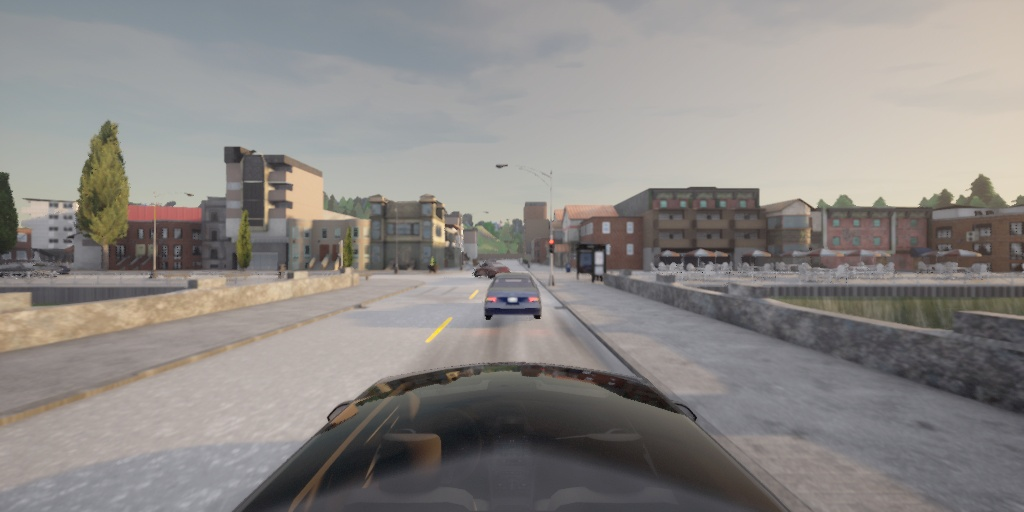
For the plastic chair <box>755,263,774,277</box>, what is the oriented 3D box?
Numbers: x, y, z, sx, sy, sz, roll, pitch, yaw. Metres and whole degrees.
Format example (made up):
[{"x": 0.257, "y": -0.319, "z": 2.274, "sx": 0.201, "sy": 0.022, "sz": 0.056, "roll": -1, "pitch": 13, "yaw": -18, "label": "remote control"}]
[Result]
[{"x": 22.798, "y": 1.287, "z": 32.365, "sx": 0.750, "sy": 1.272, "sz": 0.730, "roll": 0, "pitch": 0, "yaw": 0, "label": "plastic chair"}]

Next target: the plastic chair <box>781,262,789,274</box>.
[{"x": 28.798, "y": 1.288, "z": 38.464, "sx": 0.730, "sy": 1.272, "sz": 0.750, "roll": 0, "pitch": 0, "yaw": 0, "label": "plastic chair"}]

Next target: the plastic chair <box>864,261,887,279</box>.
[{"x": 30.497, "y": 1.286, "z": 30.064, "sx": 0.750, "sy": 1.272, "sz": 0.730, "roll": 0, "pitch": 0, "yaw": 0, "label": "plastic chair"}]

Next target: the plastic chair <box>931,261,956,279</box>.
[{"x": 36.660, "y": 1.286, "z": 30.462, "sx": 0.730, "sy": 1.272, "sz": 0.750, "roll": 0, "pitch": 0, "yaw": 0, "label": "plastic chair"}]

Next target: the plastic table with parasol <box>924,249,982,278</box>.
[{"x": 37.788, "y": 0.683, "z": 30.374, "sx": 2.482, "sy": 2.480, "sz": 2.482, "roll": 0, "pitch": 0, "yaw": 0, "label": "plastic table with parasol"}]

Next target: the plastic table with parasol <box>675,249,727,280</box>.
[{"x": 15.167, "y": 0.682, "z": 28.926, "sx": 2.482, "sy": 2.480, "sz": 2.482, "roll": 0, "pitch": 0, "yaw": 0, "label": "plastic table with parasol"}]

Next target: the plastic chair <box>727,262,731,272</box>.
[{"x": 22.498, "y": 1.288, "z": 38.165, "sx": 0.750, "sy": 1.272, "sz": 0.730, "roll": 0, "pitch": 0, "yaw": 0, "label": "plastic chair"}]

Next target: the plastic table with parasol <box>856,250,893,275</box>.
[{"x": 30.508, "y": 0.683, "z": 31.344, "sx": 2.482, "sy": 2.480, "sz": 2.482, "roll": 0, "pitch": 0, "yaw": 0, "label": "plastic table with parasol"}]

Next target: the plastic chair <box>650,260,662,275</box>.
[{"x": 14.698, "y": 1.288, "z": 36.866, "sx": 0.730, "sy": 1.272, "sz": 0.750, "roll": 0, "pitch": 0, "yaw": 0, "label": "plastic chair"}]

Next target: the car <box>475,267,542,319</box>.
[{"x": 0.044, "y": 1.300, "z": 12.792, "sx": 2.033, "sy": 1.411, "sz": 5.357, "roll": 0, "pitch": 0, "yaw": 1, "label": "car"}]

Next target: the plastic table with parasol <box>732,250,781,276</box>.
[{"x": 22.898, "y": 0.683, "z": 33.715, "sx": 2.482, "sy": 2.480, "sz": 2.482, "roll": 0, "pitch": 0, "yaw": 0, "label": "plastic table with parasol"}]

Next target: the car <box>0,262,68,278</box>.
[{"x": -43.903, "y": 1.282, "z": 32.442, "sx": 4.674, "sy": 1.442, "sz": 1.812, "roll": 0, "pitch": 0, "yaw": 0, "label": "car"}]

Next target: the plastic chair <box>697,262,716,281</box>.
[{"x": 14.997, "y": 1.286, "z": 27.666, "sx": 0.750, "sy": 1.272, "sz": 0.730, "roll": 0, "pitch": 0, "yaw": 0, "label": "plastic chair"}]

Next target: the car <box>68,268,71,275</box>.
[{"x": -47.969, "y": 1.321, "z": 36.560, "sx": 4.181, "sy": 1.385, "sz": 1.994, "roll": 0, "pitch": 0, "yaw": 1, "label": "car"}]

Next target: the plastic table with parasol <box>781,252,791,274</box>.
[{"x": 30.228, "y": 0.684, "z": 38.434, "sx": 2.482, "sy": 2.480, "sz": 2.482, "roll": 0, "pitch": 0, "yaw": 0, "label": "plastic table with parasol"}]

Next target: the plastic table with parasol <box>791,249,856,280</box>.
[{"x": 23.797, "y": 0.682, "z": 27.515, "sx": 2.482, "sy": 2.480, "sz": 2.482, "roll": 0, "pitch": 0, "yaw": 0, "label": "plastic table with parasol"}]

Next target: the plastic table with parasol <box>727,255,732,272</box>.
[{"x": 22.508, "y": 0.684, "z": 39.635, "sx": 2.482, "sy": 2.480, "sz": 2.482, "roll": 0, "pitch": 0, "yaw": 0, "label": "plastic table with parasol"}]

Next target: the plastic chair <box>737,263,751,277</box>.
[{"x": 21.698, "y": 1.287, "z": 33.765, "sx": 0.730, "sy": 1.272, "sz": 0.750, "roll": 0, "pitch": 0, "yaw": 0, "label": "plastic chair"}]

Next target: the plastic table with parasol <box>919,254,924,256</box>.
[{"x": 46.698, "y": 0.685, "z": 39.443, "sx": 2.482, "sy": 2.480, "sz": 2.482, "roll": 0, "pitch": 0, "yaw": 0, "label": "plastic table with parasol"}]

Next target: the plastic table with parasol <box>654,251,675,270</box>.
[{"x": 15.918, "y": 0.684, "z": 36.745, "sx": 2.482, "sy": 2.480, "sz": 2.482, "roll": 0, "pitch": 0, "yaw": 0, "label": "plastic table with parasol"}]

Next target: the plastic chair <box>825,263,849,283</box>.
[{"x": 23.697, "y": 1.285, "z": 26.165, "sx": 0.750, "sy": 1.272, "sz": 0.730, "roll": 0, "pitch": 0, "yaw": 0, "label": "plastic chair"}]

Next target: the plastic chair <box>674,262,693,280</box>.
[{"x": 13.897, "y": 1.286, "z": 29.066, "sx": 0.730, "sy": 1.272, "sz": 0.750, "roll": 0, "pitch": 0, "yaw": 0, "label": "plastic chair"}]

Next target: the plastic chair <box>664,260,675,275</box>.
[{"x": 15.798, "y": 1.287, "z": 35.465, "sx": 0.750, "sy": 1.272, "sz": 0.730, "roll": 0, "pitch": 0, "yaw": 0, "label": "plastic chair"}]

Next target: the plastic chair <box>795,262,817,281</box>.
[{"x": 22.597, "y": 1.286, "z": 27.565, "sx": 0.730, "sy": 1.272, "sz": 0.750, "roll": 0, "pitch": 0, "yaw": 0, "label": "plastic chair"}]

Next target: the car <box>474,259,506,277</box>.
[{"x": -1.822, "y": 1.282, "z": 32.146, "sx": 1.812, "sy": 1.442, "sz": 4.674, "roll": 1, "pitch": 0, "yaw": -28, "label": "car"}]

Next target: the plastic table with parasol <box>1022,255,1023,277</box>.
[{"x": 47.998, "y": 0.683, "z": 32.163, "sx": 2.482, "sy": 2.480, "sz": 2.482, "roll": 0, "pitch": 0, "yaw": 0, "label": "plastic table with parasol"}]

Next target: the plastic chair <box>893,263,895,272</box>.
[{"x": 37.398, "y": 1.288, "z": 35.664, "sx": 0.750, "sy": 1.272, "sz": 0.730, "roll": 0, "pitch": 0, "yaw": 0, "label": "plastic chair"}]

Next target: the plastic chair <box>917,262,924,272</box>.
[{"x": 45.498, "y": 1.289, "z": 39.563, "sx": 0.730, "sy": 1.272, "sz": 0.750, "roll": 0, "pitch": 0, "yaw": 0, "label": "plastic chair"}]

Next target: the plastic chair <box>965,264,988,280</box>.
[{"x": 37.797, "y": 1.286, "z": 29.064, "sx": 0.750, "sy": 1.272, "sz": 0.730, "roll": 0, "pitch": 0, "yaw": 0, "label": "plastic chair"}]
